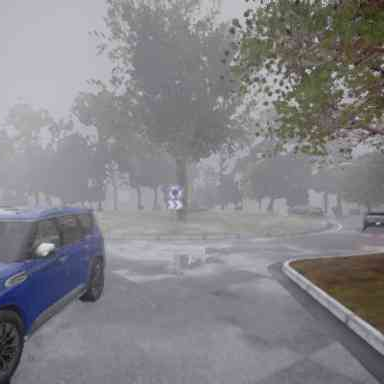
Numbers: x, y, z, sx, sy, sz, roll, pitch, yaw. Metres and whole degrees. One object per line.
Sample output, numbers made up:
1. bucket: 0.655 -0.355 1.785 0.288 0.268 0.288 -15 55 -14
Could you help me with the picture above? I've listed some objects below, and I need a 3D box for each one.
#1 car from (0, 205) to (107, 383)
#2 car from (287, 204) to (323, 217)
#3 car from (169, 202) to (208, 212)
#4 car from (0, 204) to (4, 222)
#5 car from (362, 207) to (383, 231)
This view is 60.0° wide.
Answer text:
1. car: -3.154 1.291 5.635 2.150 2.045 5.566 0 -1 3
2. car: 12.727 2.025 37.686 1.994 1.385 4.181 0 -1 -26
3. car: -0.412 2.111 46.101 5.357 1.411 2.033 0 -1 5
4. car: -17.033 1.802 26.588 1.882 1.535 5.008 -1 -1 -10
5. car: 12.684 1.767 22.482 2.128 1.511 4.902 0 -1 31
